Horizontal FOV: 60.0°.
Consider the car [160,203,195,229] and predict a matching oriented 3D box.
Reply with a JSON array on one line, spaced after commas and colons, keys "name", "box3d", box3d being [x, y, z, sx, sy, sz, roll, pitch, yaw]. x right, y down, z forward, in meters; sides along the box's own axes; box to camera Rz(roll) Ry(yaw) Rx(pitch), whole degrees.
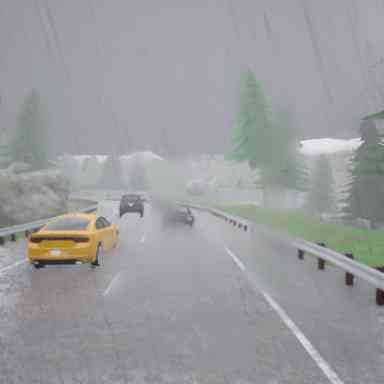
[{"name": "car", "box3d": [-0.956, 1.603, 21.525, 1.895, 1.301, 4.718, 0, 0, -5]}]

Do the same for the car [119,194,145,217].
[{"name": "car", "box3d": [-5.712, 1.232, 31.671, 2.150, 2.045, 5.566, 0, 0, -8]}]

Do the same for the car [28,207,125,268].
[{"name": "car", "box3d": [-3.769, 1.484, 11.423, 1.882, 1.535, 5.008, 0, 0, -3]}]

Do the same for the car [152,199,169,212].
[{"name": "car", "box3d": [-3.633, 1.555, 39.426, 2.033, 1.411, 5.357, 0, 0, -13]}]
